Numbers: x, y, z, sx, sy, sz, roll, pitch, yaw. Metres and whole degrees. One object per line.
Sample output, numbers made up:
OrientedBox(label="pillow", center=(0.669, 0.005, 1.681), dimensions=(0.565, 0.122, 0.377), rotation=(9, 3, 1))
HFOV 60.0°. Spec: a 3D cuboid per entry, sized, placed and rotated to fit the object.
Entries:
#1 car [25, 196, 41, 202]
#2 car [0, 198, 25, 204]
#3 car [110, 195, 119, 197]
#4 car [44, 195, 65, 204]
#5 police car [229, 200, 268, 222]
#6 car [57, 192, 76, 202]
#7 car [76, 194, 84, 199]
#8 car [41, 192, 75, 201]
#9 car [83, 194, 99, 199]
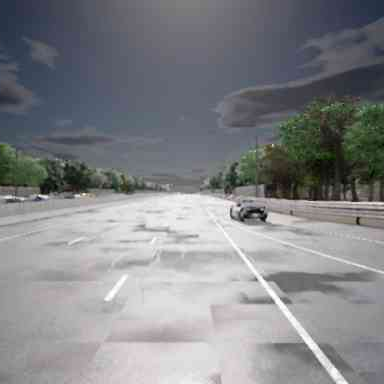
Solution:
OrientedBox(label="car", center=(-27.994, 1.370, 58.966), dimensions=(1.812, 1.442, 4.674), rotation=(0, 0, 1))
OrientedBox(label="car", center=(-24.559, 1.431, 43.561), dimensions=(2.033, 1.411, 5.357), rotation=(0, 0, 0))
OrientedBox(label="car", center=(-17.471, 1.333, 75.472), dimensions=(1.812, 1.442, 4.674), rotation=(0, 0, 0))
OrientedBox(label="car", center=(-24.495, 1.369, 59.528), dimensions=(1.812, 1.442, 4.674), rotation=(0, 0, 1))
OrientedBox(label="police car", center=(4.222, 1.432, 25.744), dimensions=(2.038, 1.542, 4.974), rotation=(0, 0, -6))
OrientedBox(label="car", center=(-27.971, 1.035, 74.417), dimensions=(2.150, 2.045, 5.566), rotation=(0, 0, 0))
OrientedBox(label="car", center=(-24.471, 1.287, 74.924), dimensions=(1.882, 1.535, 5.008), rotation=(0, 0, 0))
OrientedBox(label="car", center=(-17.563, 1.233, 44.086), dimensions=(2.097, 1.767, 4.553), rotation=(0, 0, 0))
OrientedBox(label="car", center=(-17.500, 1.405, 60.146), dimensions=(1.994, 1.385, 4.181), rotation=(0, 0, 1))
